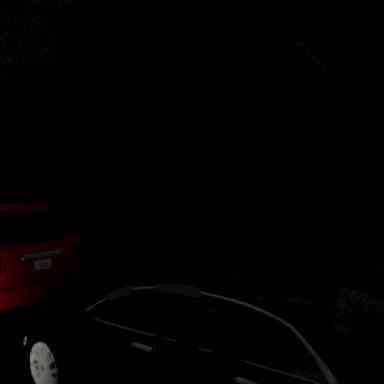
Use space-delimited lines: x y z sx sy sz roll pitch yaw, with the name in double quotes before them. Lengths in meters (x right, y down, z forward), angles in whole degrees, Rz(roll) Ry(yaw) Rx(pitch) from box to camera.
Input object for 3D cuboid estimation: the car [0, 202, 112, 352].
"car" -4.499 1.223 6.742 5.566 2.045 2.435 0 0 36
